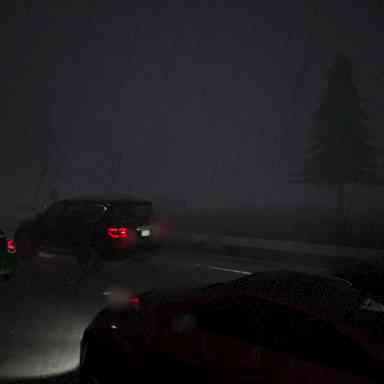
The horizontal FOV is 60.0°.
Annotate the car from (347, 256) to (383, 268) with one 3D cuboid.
[{"bbox_3d":[4.734,1.478,4.913,5.008,1.535,1.882,0,0,35],"label":"car"}]

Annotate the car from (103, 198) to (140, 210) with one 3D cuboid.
[{"bbox_3d":[-9.171,1.526,43.454,1.812,1.442,4.674,0,0,36],"label":"car"}]

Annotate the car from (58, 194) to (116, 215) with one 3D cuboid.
[{"bbox_3d":[-10.946,1.222,35.089,2.150,2.045,5.566,0,0,36],"label":"car"}]

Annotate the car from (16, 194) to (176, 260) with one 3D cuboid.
[{"bbox_3d":[-3.450,1.222,10.710,5.566,2.045,2.150,0,0,36],"label":"car"}]

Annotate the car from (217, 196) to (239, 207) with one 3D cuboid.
[{"bbox_3d":[5.555,1.563,51.735,1.994,1.385,4.181,0,0,36],"label":"car"}]

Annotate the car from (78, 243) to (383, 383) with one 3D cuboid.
[{"bbox_3d":[0.734,1.564,3.464,4.181,1.385,1.994,0,0,35],"label":"car"}]

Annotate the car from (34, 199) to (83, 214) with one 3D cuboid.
[{"bbox_3d":[-14.461,1.526,36.210,1.812,1.442,4.674,0,0,36],"label":"car"}]

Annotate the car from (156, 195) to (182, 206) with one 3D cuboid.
[{"bbox_3d":[-3.885,1.355,56.617,2.097,1.767,4.553,0,0,36],"label":"car"}]

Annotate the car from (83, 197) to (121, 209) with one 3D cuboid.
[{"bbox_3d":[-12.162,1.478,45.295,1.882,1.535,5.008,0,0,36],"label":"car"}]

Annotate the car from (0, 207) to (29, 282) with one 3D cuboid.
[{"bbox_3d":[-6.486,1.351,8.577,4.553,1.767,2.097,0,0,36],"label":"car"}]

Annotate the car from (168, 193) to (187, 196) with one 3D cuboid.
[{"bbox_3d":[-2.722,1.224,52.284,2.150,2.045,5.566,0,0,36],"label":"car"}]

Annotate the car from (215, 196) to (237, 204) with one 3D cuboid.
[{"bbox_3d":[6.679,1.493,65.028,2.128,1.511,4.902,0,0,37],"label":"car"}]

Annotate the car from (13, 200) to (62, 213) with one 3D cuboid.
[{"bbox_3d":[-17.510,1.601,37.969,1.895,1.301,4.718,0,0,36],"label":"car"}]

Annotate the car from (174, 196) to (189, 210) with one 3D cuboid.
[{"bbox_3d":[-2.429,1.564,40.818,1.994,1.385,4.181,0,0,36],"label":"car"}]
